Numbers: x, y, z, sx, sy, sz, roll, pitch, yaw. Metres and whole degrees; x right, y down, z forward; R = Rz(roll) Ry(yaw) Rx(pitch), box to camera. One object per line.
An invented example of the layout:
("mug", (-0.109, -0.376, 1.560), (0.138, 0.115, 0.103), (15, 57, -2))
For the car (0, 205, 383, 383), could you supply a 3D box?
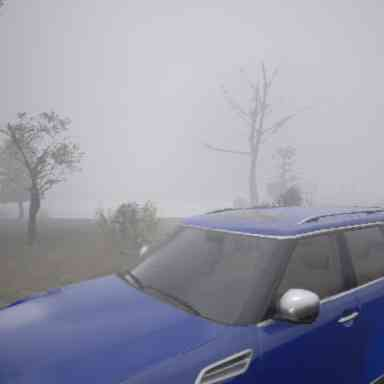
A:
("car", (0.746, 1.216, 3.589), (5.566, 2.045, 2.150), (0, 0, -35))
